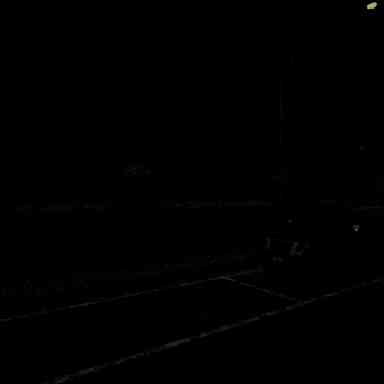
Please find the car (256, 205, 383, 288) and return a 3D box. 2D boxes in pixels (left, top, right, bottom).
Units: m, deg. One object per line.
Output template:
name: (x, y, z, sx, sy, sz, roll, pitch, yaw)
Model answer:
car: (4.104, 1.313, 9.466, 5.009, 1.841, 2.192, 0, 0, -36)
